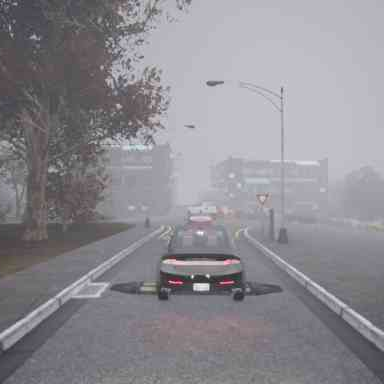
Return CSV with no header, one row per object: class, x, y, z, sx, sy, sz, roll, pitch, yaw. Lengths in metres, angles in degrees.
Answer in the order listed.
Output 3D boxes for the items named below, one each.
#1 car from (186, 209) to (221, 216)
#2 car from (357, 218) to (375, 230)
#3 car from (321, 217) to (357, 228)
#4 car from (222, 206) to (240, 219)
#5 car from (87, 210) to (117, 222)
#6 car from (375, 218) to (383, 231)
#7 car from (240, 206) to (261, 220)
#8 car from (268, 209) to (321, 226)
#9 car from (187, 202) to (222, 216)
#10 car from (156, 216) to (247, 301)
car,0.477,1.919,19.083,1.812,1.442,4.674,0,-2,1
car,24.876,4.894,51.306,2.002,1.452,4.674,7,-4,-30
car,21.913,4.606,50.752,2.002,1.452,4.674,7,-4,-30
car,4.182,2.748,47.377,2.185,1.767,4.553,4,-3,-32
car,-10.917,2.735,38.087,4.674,1.442,1.812,-2,-2,12
car,27.749,5.140,52.000,1.946,1.575,5.366,7,-4,-30
car,7.148,2.998,47.916,2.185,1.767,4.553,6,-4,-31
car,13.452,3.241,43.835,5.566,2.045,2.150,6,-3,-11
car,1.310,2.456,46.749,2.435,2.045,5.566,1,-2,-31
car,0.210,1.586,8.539,2.128,1.511,4.902,0,-1,1
